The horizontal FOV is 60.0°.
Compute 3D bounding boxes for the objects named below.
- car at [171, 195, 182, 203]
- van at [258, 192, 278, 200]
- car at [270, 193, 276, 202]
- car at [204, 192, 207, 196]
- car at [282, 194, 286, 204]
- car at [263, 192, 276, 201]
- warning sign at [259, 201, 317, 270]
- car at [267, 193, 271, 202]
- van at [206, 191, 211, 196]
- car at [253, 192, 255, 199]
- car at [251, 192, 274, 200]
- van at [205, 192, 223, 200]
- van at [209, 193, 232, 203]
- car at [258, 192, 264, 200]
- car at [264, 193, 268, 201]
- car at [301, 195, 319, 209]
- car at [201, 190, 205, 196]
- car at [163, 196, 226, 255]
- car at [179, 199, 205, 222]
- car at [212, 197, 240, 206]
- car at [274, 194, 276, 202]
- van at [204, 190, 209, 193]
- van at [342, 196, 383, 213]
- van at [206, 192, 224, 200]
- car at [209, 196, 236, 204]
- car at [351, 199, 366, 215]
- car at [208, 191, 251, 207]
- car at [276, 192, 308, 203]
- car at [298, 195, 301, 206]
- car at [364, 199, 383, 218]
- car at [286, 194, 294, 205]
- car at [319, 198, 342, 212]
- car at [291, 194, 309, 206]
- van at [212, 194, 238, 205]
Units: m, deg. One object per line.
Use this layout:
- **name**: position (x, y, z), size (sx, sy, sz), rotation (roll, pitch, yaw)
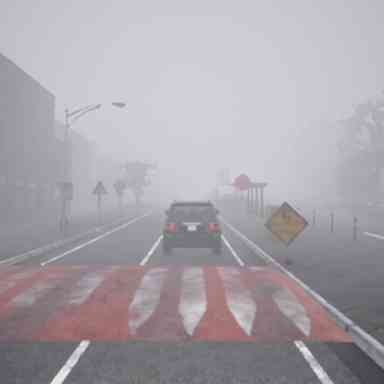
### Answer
- **car**: position (-3.232, 1.453, 71.002), size (2.033, 1.411, 5.357), rotation (0, 0, 0)
- **van**: position (18.910, 1.072, 82.859), size (4.442, 1.987, 1.878), rotation (0, 1, 0)
- **car**: position (18.806, 1.467, 66.202), size (5.008, 1.535, 2.097), rotation (0, 0, 0)
- **car**: position (5.727, 1.374, 76.674), size (4.892, 1.521, 2.231), rotation (0, 1, 0)
- **car**: position (18.826, 1.516, 57.874), size (5.008, 1.535, 2.097), rotation (0, 0, 0)
- **car**: position (18.831, 1.427, 74.534), size (4.792, 1.488, 2.163), rotation (0, 1, 0)
- **warning sign**: position (2.768, 1.215, 9.750), size (1.300, 1.860, 1.060), rotation (-2, -3, 0)
- **car**: position (18.993, 1.444, 68.979), size (5.366, 1.575, 1.946), rotation (0, 0, 0)
- **van**: position (5.616, 1.247, 65.457), size (4.442, 1.987, 1.878), rotation (0, 0, 0)
- **car**: position (18.976, 1.257, 85.636), size (5.366, 1.575, 1.946), rotation (0, 1, 0)
- **car**: position (18.816, 0.972, 88.409), size (5.566, 2.045, 2.435), rotation (0, 1, 0)
- **van**: position (5.825, 1.004, 87.886), size (4.442, 1.987, 1.878), rotation (0, 1, 0)
- **van**: position (5.846, 1.226, 68.259), size (4.442, 1.987, 1.878), rotation (0, 0, 0)
- **car**: position (18.771, 1.116, 77.306), size (5.566, 2.045, 2.435), rotation (0, 1, 0)
- **car**: position (18.776, 1.456, 71.751), size (4.792, 1.488, 2.163), rotation (0, 1, 0)
- **car**: position (18.647, 1.575, 46.772), size (5.366, 1.575, 1.946), rotation (0, 0, 0)
- **car**: position (5.686, 1.053, 82.279), size (5.566, 2.045, 2.435), rotation (0, 1, 0)
- **car**: position (0.005, 1.347, 14.052), size (2.150, 2.045, 5.566), rotation (0, 0, 0)
- **car**: position (0.009, 1.522, 29.115), size (2.097, 1.767, 4.553), rotation (0, 0, 0)
- **car**: position (5.745, 1.561, 57.045), size (4.674, 1.452, 2.002), rotation (0, 0, 0)
- **car**: position (18.809, 1.487, 63.424), size (4.892, 1.521, 2.231), rotation (0, 0, 0)
- **van**: position (5.834, 1.116, 79.479), size (4.442, 1.987, 1.878), rotation (0, 1, 0)
- **van**: position (18.962, 1.414, 35.669), size (4.442, 1.987, 1.878), rotation (0, 0, 0)
- **van**: position (5.828, 1.041, 85.083), size (4.442, 1.987, 1.878), rotation (0, 1, 0)
- **car**: position (5.731, 1.489, 62.652), size (5.008, 1.535, 2.097), rotation (0, 0, 0)
- **car**: position (18.845, 1.696, 32.896), size (4.674, 1.452, 2.002), rotation (0, 0, 0)
- **car**: position (5.720, 1.300, 51.437), size (5.566, 2.045, 2.435), rotation (0, 0, 0)
- **car**: position (18.789, 1.250, 60.649), size (5.566, 2.045, 2.435), rotation (0, 0, 0)
- **car**: position (18.859, 1.592, 49.548), size (4.792, 1.488, 2.163), rotation (0, 0, 0)
- **car**: position (18.847, 1.672, 30.118), size (5.008, 1.535, 2.097), rotation (0, 0, 0)
- **car**: position (18.829, 1.532, 55.098), size (5.008, 1.535, 2.097), rotation (0, 0, 0)
- **car**: position (18.810, 1.639, 41.220), size (4.792, 1.488, 2.163), rotation (0, 0, 0)
- **car**: position (18.833, 1.548, 52.322), size (4.892, 1.521, 2.231), rotation (0, 0, 0)
- **van**: position (5.856, 1.279, 59.847), size (4.442, 1.987, 1.878), rotation (0, 0, 0)
